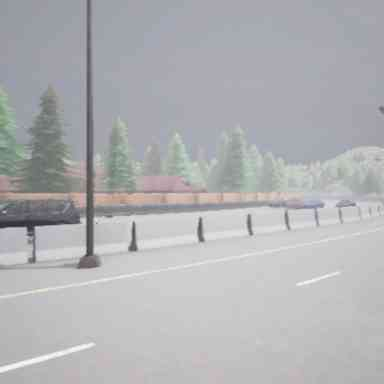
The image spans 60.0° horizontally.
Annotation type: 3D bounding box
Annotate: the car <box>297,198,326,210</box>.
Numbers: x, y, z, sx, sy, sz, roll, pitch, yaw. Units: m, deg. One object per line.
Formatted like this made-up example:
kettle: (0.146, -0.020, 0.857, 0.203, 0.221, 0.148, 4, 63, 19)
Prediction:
car: (16.324, 1.726, 44.503, 1.882, 1.535, 5.008, -1, 0, 39)

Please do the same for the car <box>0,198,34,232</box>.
car: (-13.054, 1.429, 20.619, 5.566, 2.045, 2.150, 0, 0, -37)

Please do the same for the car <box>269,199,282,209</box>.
car: (13.852, 1.795, 52.767, 1.882, 1.535, 5.008, 0, 0, 37)

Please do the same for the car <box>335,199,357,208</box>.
car: (20.551, 1.732, 44.224, 1.837, 1.490, 4.892, 0, 0, 38)

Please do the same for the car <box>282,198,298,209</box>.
car: (15.565, 1.637, 49.246, 2.097, 1.767, 4.553, -1, -1, 38)

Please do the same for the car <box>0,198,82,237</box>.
car: (-8.054, 1.371, 15.632, 5.566, 2.045, 2.150, 0, 0, -38)
